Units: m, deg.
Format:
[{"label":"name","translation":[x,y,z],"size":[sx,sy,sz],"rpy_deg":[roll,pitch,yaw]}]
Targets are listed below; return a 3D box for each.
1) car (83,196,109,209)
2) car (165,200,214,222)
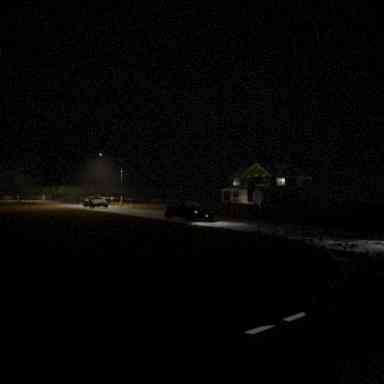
[{"label":"car","translation":[-11.742,1.269,40.555],"size":[1.812,1.442,4.674],"rpy_deg":[2,-1,-35]},{"label":"car","translation":[-0.332,1.340,24.650],"size":[1.812,1.442,4.674],"rpy_deg":[2,-1,-36]}]
